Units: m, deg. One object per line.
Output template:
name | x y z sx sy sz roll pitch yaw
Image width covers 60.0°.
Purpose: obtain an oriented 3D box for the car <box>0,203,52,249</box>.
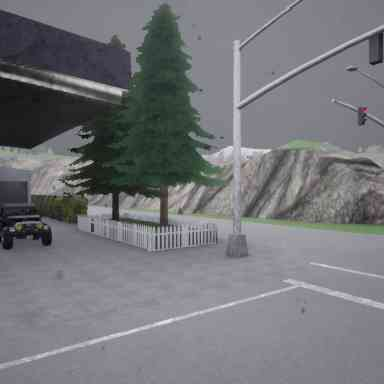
car | -8.062 1.505 15.793 1.905 1.878 3.866 0 0 -37
